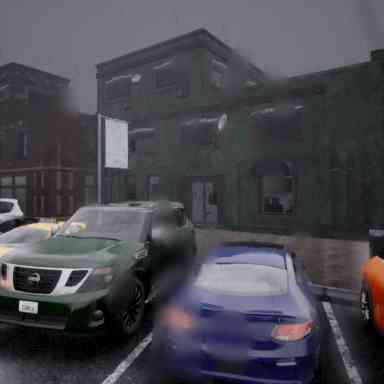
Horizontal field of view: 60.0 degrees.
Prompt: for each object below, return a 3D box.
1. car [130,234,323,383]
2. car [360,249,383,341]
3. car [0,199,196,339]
[{"bbox_3d":[0.975,1.526,5.399,2.002,1.452,4.674,0,-1,15],"label":"car"},{"bbox_3d":[3.439,1.360,3.695,2.185,1.767,4.553,1,-1,15],"label":"car"},{"bbox_3d":[-1.457,1.236,7.118,2.435,2.045,5.566,1,-1,15],"label":"car"}]
